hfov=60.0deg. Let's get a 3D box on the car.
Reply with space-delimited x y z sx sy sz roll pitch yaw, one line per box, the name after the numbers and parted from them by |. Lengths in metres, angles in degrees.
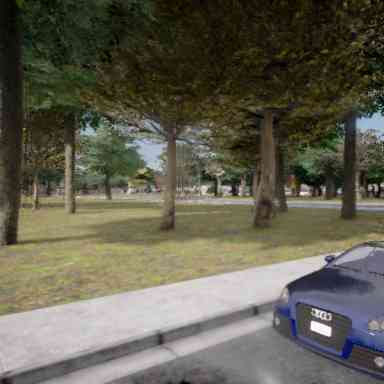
3.265 1.557 5.402 4.181 1.385 1.994 0 0 -35 | car
